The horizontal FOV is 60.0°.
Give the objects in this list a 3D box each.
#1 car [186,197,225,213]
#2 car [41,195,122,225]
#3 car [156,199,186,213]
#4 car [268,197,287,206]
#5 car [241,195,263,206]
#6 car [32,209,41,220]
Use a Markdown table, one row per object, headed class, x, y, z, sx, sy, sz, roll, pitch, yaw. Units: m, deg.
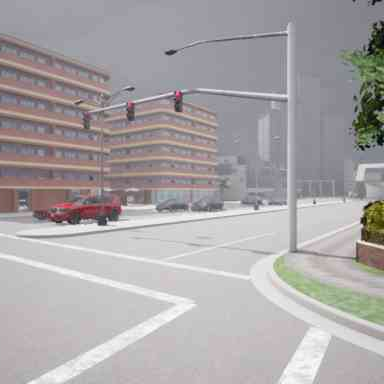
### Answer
| class | x | y | z | sx | sy | sz | roll | pitch | yaw |
| --- | --- | --- | --- | --- | --- | --- | --- | --- | --- |
| car | 1.815 | 1.348 | 37.387 | 2.097 | 1.767 | 4.553 | 0 | 0 | 36 |
| car | -7.658 | 1.217 | 24.380 | 2.150 | 2.045 | 5.566 | 0 | 0 | 37 |
| car | -2.125 | 1.522 | 37.925 | 1.812 | 1.442 | 4.674 | 0 | 0 | 36 |
| car | 13.852 | 1.562 | 53.765 | 1.994 | 1.385 | 4.181 | 0 | 0 | 36 |
| car | 9.704 | 1.348 | 54.048 | 2.097 | 1.767 | 4.553 | 0 | 0 | 37 |
| car | -10.226 | 1.597 | 26.806 | 1.895 | 1.301 | 4.718 | 0 | 0 | 36 |
